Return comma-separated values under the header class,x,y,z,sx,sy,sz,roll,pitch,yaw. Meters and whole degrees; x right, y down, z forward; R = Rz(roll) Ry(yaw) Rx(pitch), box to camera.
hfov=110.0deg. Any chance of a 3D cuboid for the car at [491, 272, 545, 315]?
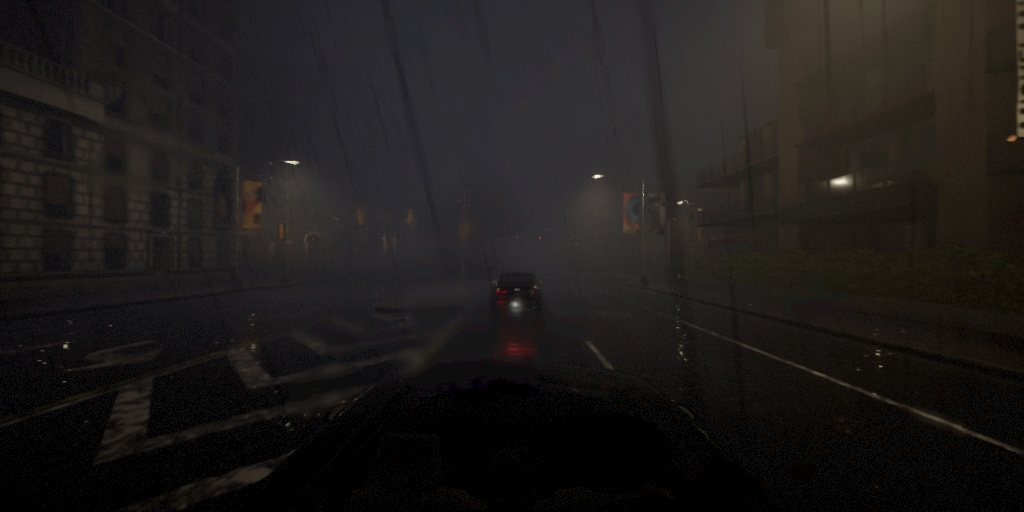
class,x,y,z,sx,sy,sz,roll,pitch,yaw
car,0.228,1.356,14.069,1.837,1.490,4.892,0,0,2
